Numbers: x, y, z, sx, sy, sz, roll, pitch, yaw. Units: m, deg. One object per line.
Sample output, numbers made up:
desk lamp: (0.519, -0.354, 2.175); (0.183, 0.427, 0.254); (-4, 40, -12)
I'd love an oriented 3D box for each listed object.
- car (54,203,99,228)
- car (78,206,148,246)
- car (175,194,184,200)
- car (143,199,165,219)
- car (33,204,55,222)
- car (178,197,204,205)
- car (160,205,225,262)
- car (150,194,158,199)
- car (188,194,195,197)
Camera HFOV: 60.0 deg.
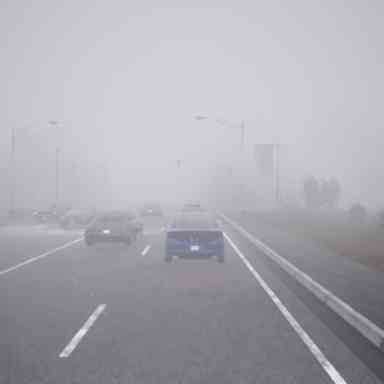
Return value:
car: (-7.114, 1.508, 22.072); (1.812, 1.442, 4.674); (0, 0, 0)
car: (-3.421, 1.552, 15.295); (1.994, 1.385, 4.181); (0, 0, 0)
car: (-3.638, 1.269, 95.124); (2.097, 1.767, 4.553); (0, 0, 0)
car: (-3.440, 1.538, 29.175); (1.994, 1.385, 4.181); (0, 0, 0)
car: (-10.603, 1.581, 26.186); (1.895, 1.301, 4.718); (0, 0, 0)
car: (0.061, 1.465, 28.528); (2.128, 1.511, 4.902); (0, 0, 0)
car: (0.084, 1.467, 12.103); (1.882, 1.535, 5.008); (0, 0, 0)
car: (-10.635, 1.447, 93.520); (2.128, 1.511, 4.902); (0, 0, 0)
car: (-0.137, 1.453, 94.742); (2.033, 1.411, 5.357); (0, 0, 0)
